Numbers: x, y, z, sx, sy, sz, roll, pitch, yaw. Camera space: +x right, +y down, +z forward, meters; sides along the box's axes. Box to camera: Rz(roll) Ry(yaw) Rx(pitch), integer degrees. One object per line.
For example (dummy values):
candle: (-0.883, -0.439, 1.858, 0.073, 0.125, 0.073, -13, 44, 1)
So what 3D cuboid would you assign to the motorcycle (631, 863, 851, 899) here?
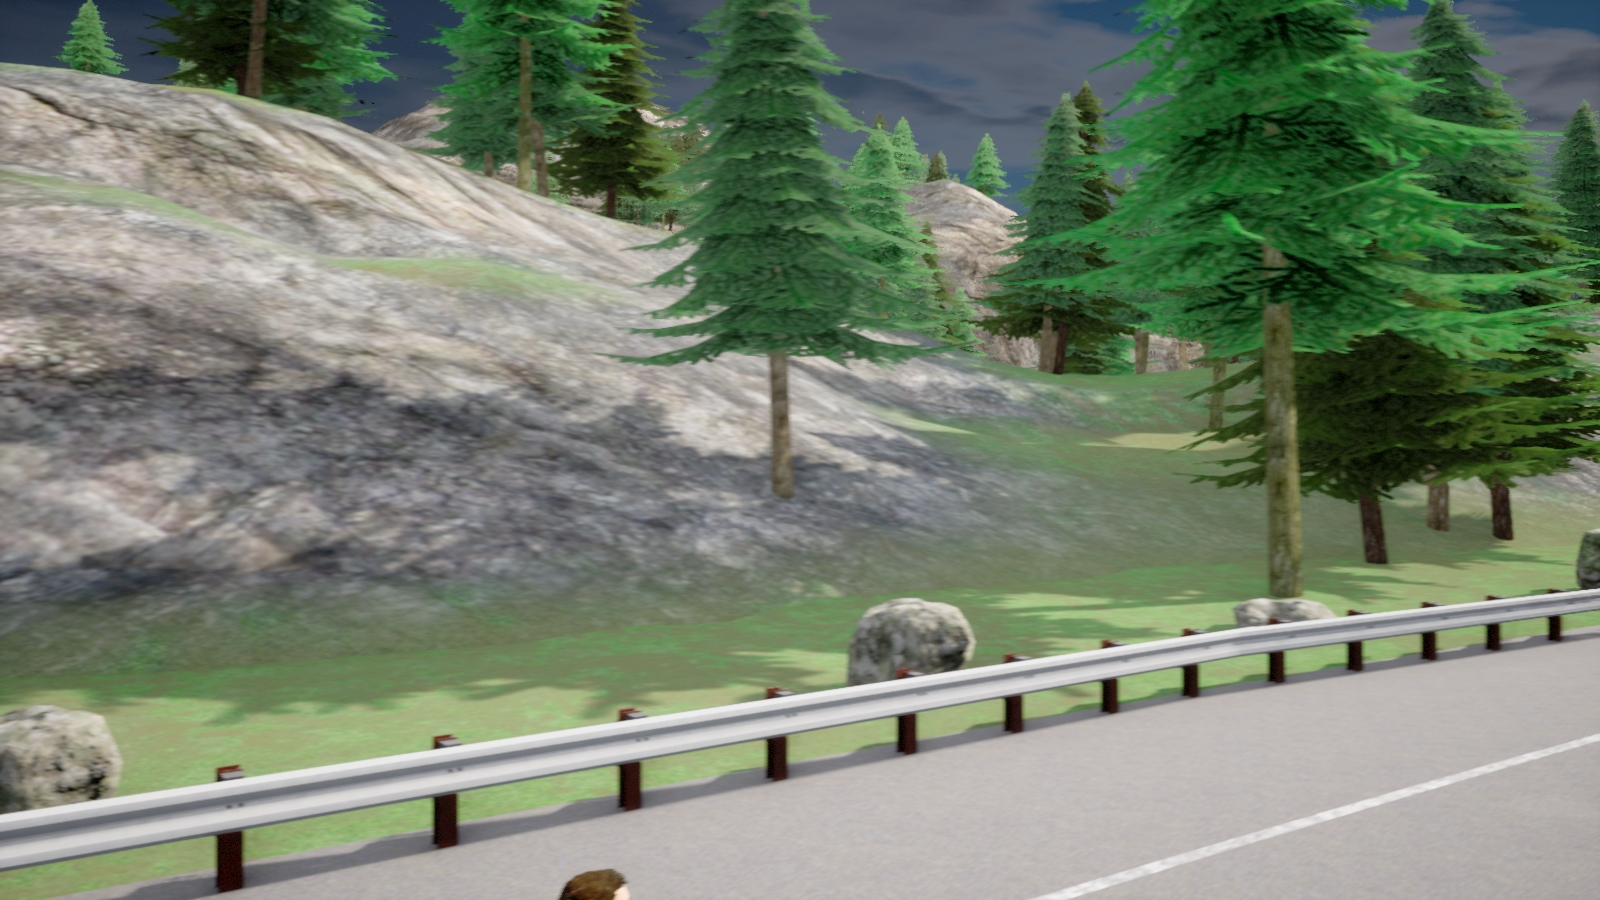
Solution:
motorcycle: (-0.678, 2.176, 3.431, 2.033, 1.217, 0.803, 0, 0, -34)
